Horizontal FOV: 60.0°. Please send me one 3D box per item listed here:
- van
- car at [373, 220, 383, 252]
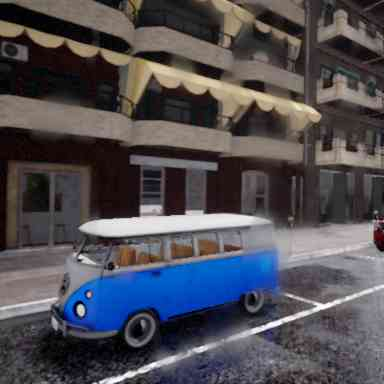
[{"bbox_3d":[-0.221,1.332,5.911,3.998,1.788,1.690,0,2,-35],"label":"van"},{"bbox_3d":[8.786,1.277,12.331,5.009,1.841,2.192,0,2,-35],"label":"car"}]
